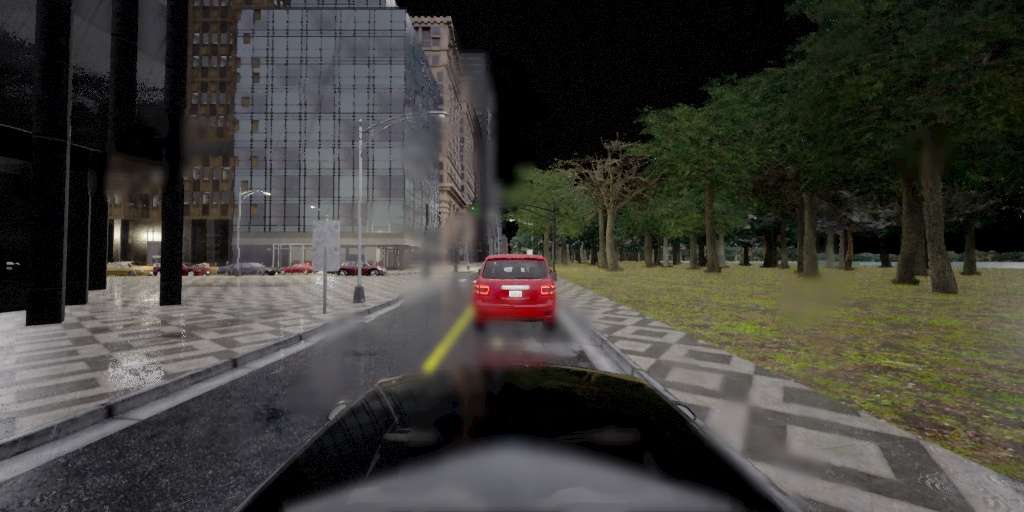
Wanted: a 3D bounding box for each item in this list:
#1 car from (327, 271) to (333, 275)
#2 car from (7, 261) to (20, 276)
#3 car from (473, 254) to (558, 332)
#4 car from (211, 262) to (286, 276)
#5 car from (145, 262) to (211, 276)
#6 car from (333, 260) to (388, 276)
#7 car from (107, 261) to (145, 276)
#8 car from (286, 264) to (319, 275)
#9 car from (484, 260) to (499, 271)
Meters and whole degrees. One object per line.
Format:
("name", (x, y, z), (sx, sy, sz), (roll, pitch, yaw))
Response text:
("car", (-15.378, 1.310, 35.376), (5.357, 1.411, 2.033), (0, -2, 5))
("car", (-46.396, 1.147, 32.635), (4.097, 1.591, 1.967), (0, 0, 0))
("car", (0.102, 0.976, 11.041), (2.150, 2.045, 5.566), (0, 0, 0))
("car", (-25.856, 1.315, 35.322), (5.357, 1.411, 2.033), (0, -2, 0))
("car", (-29.933, 1.243, 32.637), (4.507, 1.381, 1.888), (0, 0, 0))
("car", (-13.502, 1.129, 32.639), (4.097, 1.591, 1.967), (0, 0, -1))
("car", (-35.250, 1.227, 32.636), (4.829, 1.417, 1.751), (0, 0, 0))
("car", (-24.442, 1.504, 41.160), (4.207, 1.307, 1.802), (0, 0, 0))
("car", (-3.046, 1.395, 53.077), (2.033, 1.411, 5.357), (0, 0, -3))
